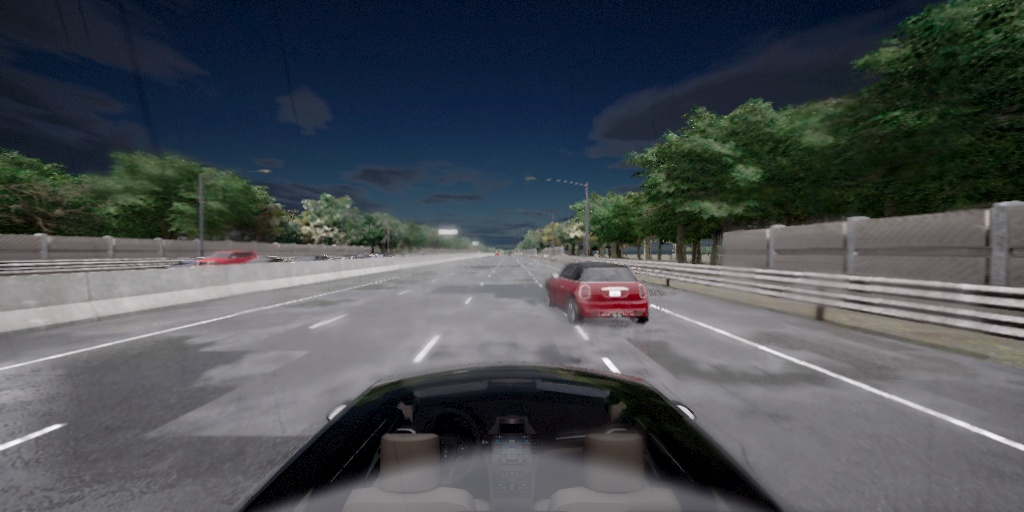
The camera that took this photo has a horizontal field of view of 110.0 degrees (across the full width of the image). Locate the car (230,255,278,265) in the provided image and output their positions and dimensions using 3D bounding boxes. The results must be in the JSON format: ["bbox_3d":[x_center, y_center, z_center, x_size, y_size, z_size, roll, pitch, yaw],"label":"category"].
[{"bbox_3d":[-21.120,0.881,30.717,1.837,1.490,4.892,0,0,0],"label":"car"}]

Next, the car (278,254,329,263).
[{"bbox_3d":[-17.618,0.718,31.242,2.097,1.767,4.553,0,1,0],"label":"car"}]

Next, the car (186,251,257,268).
[{"bbox_3d":[-24.617,0.593,31.242,2.150,2.045,5.566,0,0,0],"label":"car"}]

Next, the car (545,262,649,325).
[{"bbox_3d":[2.453,0.964,11.481,2.097,1.767,4.553,0,1,-7],"label":"car"}]

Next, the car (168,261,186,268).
[{"bbox_3d":[-28.115,0.923,31.948,1.994,1.385,4.181,0,1,0],"label":"car"}]
